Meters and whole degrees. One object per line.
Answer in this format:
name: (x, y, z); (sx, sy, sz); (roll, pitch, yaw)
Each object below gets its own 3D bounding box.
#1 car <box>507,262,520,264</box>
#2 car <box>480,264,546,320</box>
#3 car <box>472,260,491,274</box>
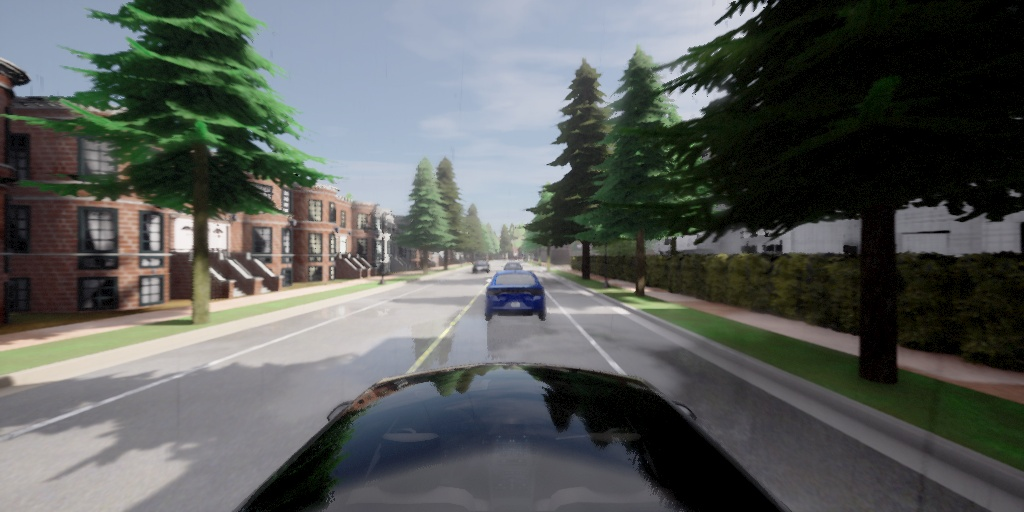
car: (0.103, 1.304, 33.409); (2.033, 1.411, 5.357); (0, 0, 0)
car: (0.102, 1.230, 12.646); (1.882, 1.535, 5.008); (0, 0, 0)
car: (-3.507, 1.250, 41.579); (2.128, 1.511, 4.902); (0, 0, 0)
